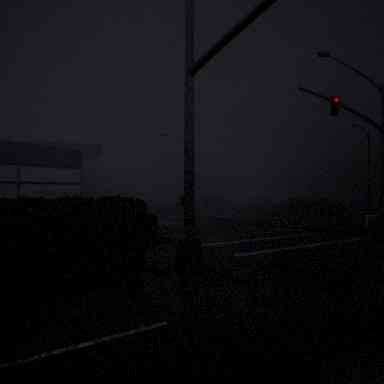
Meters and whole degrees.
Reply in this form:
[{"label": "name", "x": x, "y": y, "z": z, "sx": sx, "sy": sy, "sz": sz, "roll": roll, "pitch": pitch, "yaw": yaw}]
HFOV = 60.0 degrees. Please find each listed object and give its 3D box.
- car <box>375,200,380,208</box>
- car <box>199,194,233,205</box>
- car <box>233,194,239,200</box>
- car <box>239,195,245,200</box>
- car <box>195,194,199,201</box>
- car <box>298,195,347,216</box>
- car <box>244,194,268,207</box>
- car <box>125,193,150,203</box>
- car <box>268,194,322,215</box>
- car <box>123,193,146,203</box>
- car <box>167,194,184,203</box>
[{"label": "car", "x": 25.525, "y": 1.384, "z": 43.097, "sx": 3.806, "sy": 1.475, "sz": 1.970, "roll": 0, "pitch": 0, "yaw": -35}, {"label": "car", "x": 3.931, "y": 1.298, "z": 54.801, "sx": 4.514, "sy": 1.523, "sz": 2.007, "roll": 0, "pitch": 0, "yaw": -35}, {"label": "car", "x": 9.436, "y": 1.232, "z": 77.890, "sx": 3.806, "sy": 1.475, "sz": 1.970, "roll": 0, "pitch": 0, "yaw": -35}, {"label": "car", "x": 13.388, "y": 1.153, "z": 72.824, "sx": 5.027, "sy": 1.636, "sz": 2.152, "roll": 0, "pitch": 0, "yaw": -35}, {"label": "car", "x": 1.562, "y": 1.298, "z": 76.838, "sx": 4.514, "sy": 1.523, "sz": 2.007, "roll": 0, "pitch": 0, "yaw": -35}, {"label": "car", "x": 12.008, "y": 1.339, "z": 29.956, "sx": 4.514, "sy": 1.523, "sz": 2.007, "roll": 0, "pitch": 0, "yaw": -35}, {"label": "car", "x": 9.638, "y": 1.319, "z": 46.598, "sx": 3.633, "sy": 1.501, "sz": 1.845, "roll": 0, "pitch": 0, "yaw": -35}, {"label": "car", "x": -9.562, "y": 1.361, "z": 60.502, "sx": 3.806, "sy": 1.475, "sz": 1.970, "roll": 0, "pitch": 0, "yaw": -35}, {"label": "car", "x": 10.163, "y": 1.330, "z": 32.493, "sx": 5.027, "sy": 1.636, "sz": 2.152, "roll": 0, "pitch": 0, "yaw": -35}, {"label": "car", "x": -10.972, "y": 1.077, "z": 63.575, "sx": 3.866, "sy": 1.878, "sz": 1.905, "roll": 0, "pitch": 0, "yaw": -35}, {"label": "car", "x": -2.644, "y": 1.097, "z": 65.405, "sx": 4.605, "sy": 1.855, "sz": 1.932, "roll": 0, "pitch": 0, "yaw": -35}]
